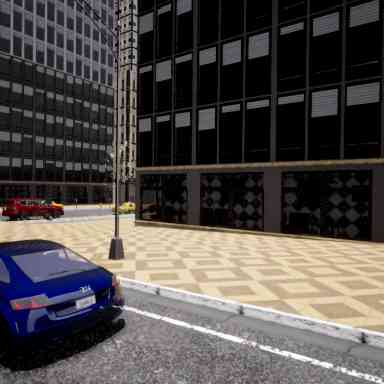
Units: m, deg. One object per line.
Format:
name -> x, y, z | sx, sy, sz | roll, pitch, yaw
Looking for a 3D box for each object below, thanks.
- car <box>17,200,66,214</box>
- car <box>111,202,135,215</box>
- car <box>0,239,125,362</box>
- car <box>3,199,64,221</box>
car -> -17.331, 1.643, 38.515 | 1.752, 1.417, 4.829 | 1, 0, 36
car -> -7.035, 1.830, 38.391 | 1.752, 1.417, 4.829 | 1, 0, 36
car -> -3.195, 1.561, 5.944 | 4.181, 1.385, 1.994 | 0, 0, 34
car -> -13.798, 1.520, 29.153 | 2.192, 1.841, 5.009 | 1, 0, 36
